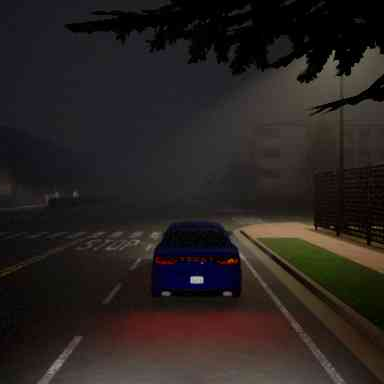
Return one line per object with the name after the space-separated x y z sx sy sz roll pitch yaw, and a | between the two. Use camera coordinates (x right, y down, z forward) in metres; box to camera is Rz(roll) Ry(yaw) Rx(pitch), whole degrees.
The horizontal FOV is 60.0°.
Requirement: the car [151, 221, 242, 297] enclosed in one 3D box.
0.094 1.477 8.635 1.882 1.535 5.008 0 0 0 | car
